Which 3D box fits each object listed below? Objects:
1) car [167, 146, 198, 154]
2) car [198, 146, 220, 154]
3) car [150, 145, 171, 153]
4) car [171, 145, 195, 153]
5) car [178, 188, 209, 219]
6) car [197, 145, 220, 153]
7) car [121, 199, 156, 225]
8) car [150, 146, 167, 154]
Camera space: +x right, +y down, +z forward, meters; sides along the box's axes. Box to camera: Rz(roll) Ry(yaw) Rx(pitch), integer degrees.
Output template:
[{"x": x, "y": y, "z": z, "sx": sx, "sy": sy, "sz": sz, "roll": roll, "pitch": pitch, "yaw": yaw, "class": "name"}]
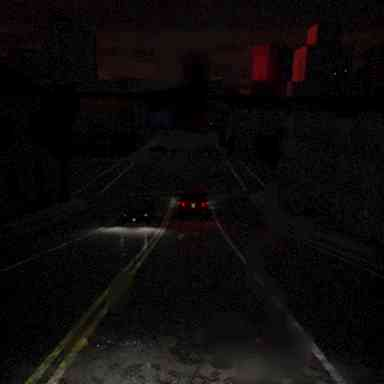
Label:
[{"x": -1.903, "y": -8.636, "z": 68.438, "sx": 4.974, "sy": 1.542, "sz": 2.038, "roll": -9, "pitch": 16, "yaw": -35, "class": "car"}, {"x": 3.471, "y": -8.724, "z": 69.174, "sx": 4.974, "sy": 1.542, "sz": 2.038, "roll": 8, "pitch": 15, "yaw": 28, "class": "car"}, {"x": -6.545, "y": -8.876, "z": 68.455, "sx": 4.536, "sy": 1.218, "sz": 1.853, "roll": 13, "pitch": 18, "yaw": 42, "class": "car"}, {"x": -1.858, "y": -8.795, "z": 68.432, "sx": 4.536, "sy": 1.218, "sz": 1.853, "roll": -9, "pitch": 16, "yaw": -35, "class": "car"}, {"x": 0.094, "y": 0.718, "z": 25.344, "sx": 2.150, "sy": 2.045, "sz": 5.566, "roll": 1, "pitch": 7, "yaw": 0, "class": "car"}, {"x": 3.428, "y": -8.883, "z": 69.162, "sx": 4.536, "sy": 1.218, "sz": 1.853, "roll": 8, "pitch": 15, "yaw": 28, "class": "car"}, {"x": -3.511, "y": 1.248, "z": 22.528, "sx": 1.812, "sy": 1.442, "sz": 4.674, "roll": 1, "pitch": 4, "yaw": 0, "class": "car"}, {"x": -6.510, "y": -8.714, "z": 68.456, "sx": 4.974, "sy": 1.542, "sz": 2.038, "roll": 13, "pitch": 18, "yaw": 42, "class": "car"}]
